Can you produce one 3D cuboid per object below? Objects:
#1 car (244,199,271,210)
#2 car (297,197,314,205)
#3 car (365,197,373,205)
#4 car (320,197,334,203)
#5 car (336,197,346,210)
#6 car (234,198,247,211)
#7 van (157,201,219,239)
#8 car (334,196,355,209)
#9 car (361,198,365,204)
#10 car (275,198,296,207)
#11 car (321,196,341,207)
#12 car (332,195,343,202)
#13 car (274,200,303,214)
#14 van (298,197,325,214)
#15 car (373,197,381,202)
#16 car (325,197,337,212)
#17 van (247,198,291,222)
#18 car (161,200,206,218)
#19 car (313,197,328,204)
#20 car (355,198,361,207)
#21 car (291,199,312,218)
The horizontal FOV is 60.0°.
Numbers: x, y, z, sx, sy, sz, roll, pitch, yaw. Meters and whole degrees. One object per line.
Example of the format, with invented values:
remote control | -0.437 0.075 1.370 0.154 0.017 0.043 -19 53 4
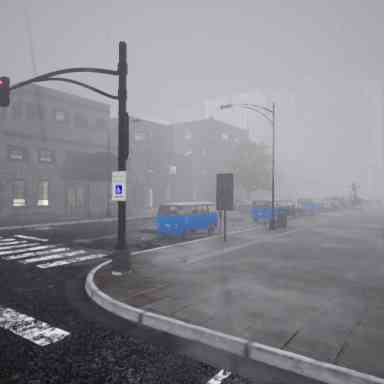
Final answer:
car | 8.920 1.629 45.085 1.887 1.381 4.507 0 0 35
car | 21.624 1.706 63.152 1.887 1.381 4.507 0 0 35
car | 34.821 1.810 67.351 1.887 1.381 4.507 0 0 35
car | 31.152 1.793 76.702 1.947 1.339 4.313 0 0 35
car | 18.940 1.729 44.766 1.947 1.339 4.313 0 0 35
car | 5.745 1.507 40.568 1.967 1.590 4.097 0 0 35
van | -0.115 1.407 17.665 1.690 1.788 3.998 0 0 35
car | 22.118 1.497 49.284 2.192 1.841 5.009 0 0 35
car | 28.567 1.748 58.456 1.752 1.417 4.829 0 0 35
car | 15.272 1.666 54.118 1.887 1.381 4.507 0 0 35
car | 22.967 1.534 54.986 2.097 1.767 4.553 1 0 35
car | 37.504 1.713 85.736 1.967 1.590 4.097 0 0 35
car | 11.133 1.676 38.161 1.994 1.385 4.181 1 0 35
van | 12.590 1.469 35.732 1.690 1.788 3.998 0 0 35
car | 44.350 1.900 80.901 1.947 1.339 4.313 0 0 35
car | 15.863 1.671 40.389 1.752 1.417 4.829 0 0 35
van | 6.237 1.436 26.699 1.690 1.788 3.998 0 0 35
car | -0.706 1.558 31.394 1.752 1.417 4.829 0 0 35
car | 27.878 1.729 72.046 1.752 1.417 4.829 0 0 35
car | 25.295 1.517 53.801 2.192 1.841 5.009 0 0 35
car | 9.412 1.656 31.215 1.887 1.381 4.507 0 0 35
